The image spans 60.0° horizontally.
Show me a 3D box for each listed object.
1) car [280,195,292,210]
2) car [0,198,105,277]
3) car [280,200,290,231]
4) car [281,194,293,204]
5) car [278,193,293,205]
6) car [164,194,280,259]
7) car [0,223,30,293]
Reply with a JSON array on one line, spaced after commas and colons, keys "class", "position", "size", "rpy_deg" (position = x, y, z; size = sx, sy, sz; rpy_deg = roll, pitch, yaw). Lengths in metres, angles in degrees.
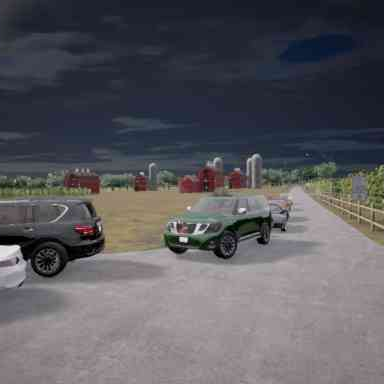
[{"class": "car", "position": [6.215, 1.243, 24.770], "size": [1.882, 1.535, 5.008], "rpy_deg": [0, 0, 17]}, {"class": "car", "position": [-5.385, 1.231, 9.616], "size": [5.566, 2.045, 2.150], "rpy_deg": [-1, 1, -4]}, {"class": "car", "position": [4.376, 1.386, 19.032], "size": [1.994, 1.385, 4.181], "rpy_deg": [0, 0, 17]}, {"class": "car", "position": [9.145, 1.174, 34.038], "size": [1.837, 1.490, 4.892], "rpy_deg": [0, 0, 18]}, {"class": "car", "position": [13.476, 1.000, 47.741], "size": [1.882, 1.535, 5.008], "rpy_deg": [0, 0, 18]}, {"class": "car", "position": [1.271, 1.112, 12.702], "size": [2.150, 2.045, 5.566], "rpy_deg": [0, 0, 34]}, {"class": "car", "position": [-5.779, 1.614, 6.352], "size": [4.674, 1.442, 1.812], "rpy_deg": [-2, 1, -27]}]
